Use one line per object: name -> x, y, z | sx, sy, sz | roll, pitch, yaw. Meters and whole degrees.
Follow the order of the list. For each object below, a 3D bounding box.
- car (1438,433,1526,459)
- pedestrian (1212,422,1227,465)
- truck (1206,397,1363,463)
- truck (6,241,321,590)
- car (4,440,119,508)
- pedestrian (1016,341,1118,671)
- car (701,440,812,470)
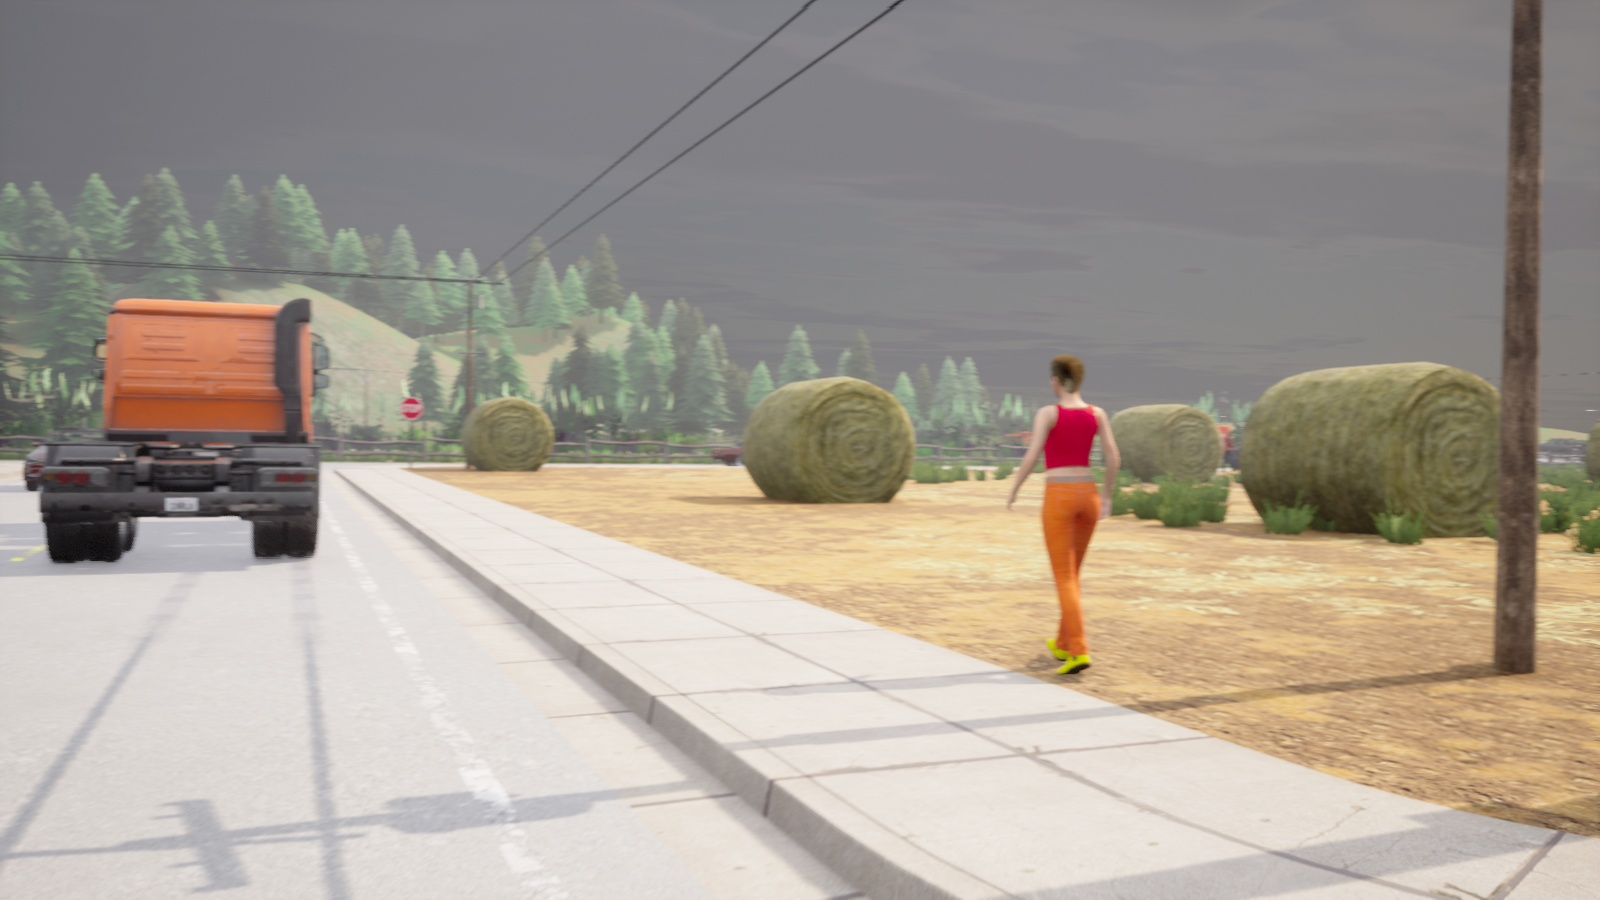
car -> 41.968, -0.269, 77.271 | 5.008, 1.535, 1.882 | 0, 1, -20
pedestrian -> 18.067, -0.274, 54.097 | 0.331, 1.846, 0.636 | 0, 1, -9
truck -> 26.113, -1.072, 67.708 | 7.936, 3.462, 2.891 | 0, 1, -20
truck -> -8.076, -0.381, 16.676 | 2.891, 3.462, 7.936 | 0, 1, -23
car -> -17.461, 0.509, 29.868 | 1.816, 1.474, 4.193 | 0, 1, -23
pedestrian -> 1.544, 0.309, 7.303 | 0.345, 1.836, 0.594 | 0, 1, -16
car -> -1.978, 0.218, 57.393 | 4.718, 1.301, 1.895 | 0, 1, -20
